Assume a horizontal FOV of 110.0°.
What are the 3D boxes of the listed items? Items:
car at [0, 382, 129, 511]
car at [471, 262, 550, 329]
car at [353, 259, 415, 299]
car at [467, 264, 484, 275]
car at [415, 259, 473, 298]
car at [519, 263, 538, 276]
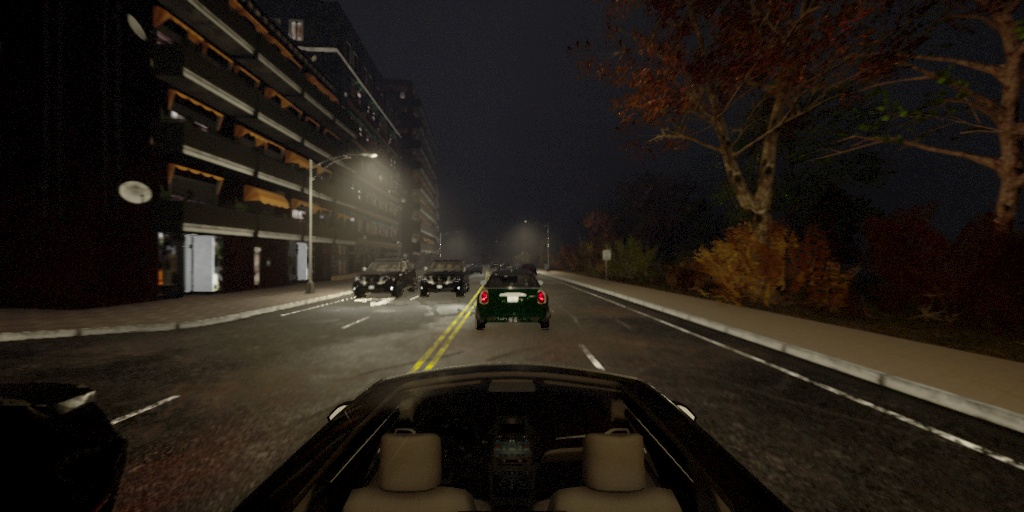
[{"bbox_3d":[-3.371,1.241,0.194,1.837,1.490,4.892,0,-1,0],"label":"car"},{"bbox_3d":[-0.008,1.213,11.870,2.097,1.767,4.553,0,-1,-1],"label":"car"},{"bbox_3d":[-6.868,1.179,20.098,2.150,2.045,5.566,0,-1,-2],"label":"car"},{"bbox_3d":[-4.971,1.812,49.499,2.033,1.411,5.357,0,-1,-3],"label":"car"},{"bbox_3d":[-3.623,1.177,20.310,2.150,2.045,5.566,0,-1,-2],"label":"car"},{"bbox_3d":[1.961,1.686,44.996,1.882,1.535,5.008,0,-1,-3],"label":"car"}]
